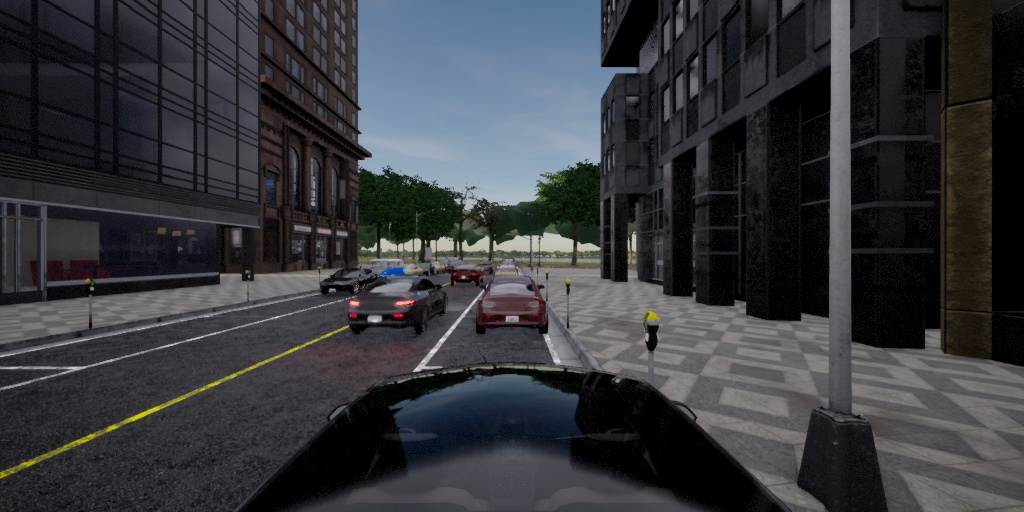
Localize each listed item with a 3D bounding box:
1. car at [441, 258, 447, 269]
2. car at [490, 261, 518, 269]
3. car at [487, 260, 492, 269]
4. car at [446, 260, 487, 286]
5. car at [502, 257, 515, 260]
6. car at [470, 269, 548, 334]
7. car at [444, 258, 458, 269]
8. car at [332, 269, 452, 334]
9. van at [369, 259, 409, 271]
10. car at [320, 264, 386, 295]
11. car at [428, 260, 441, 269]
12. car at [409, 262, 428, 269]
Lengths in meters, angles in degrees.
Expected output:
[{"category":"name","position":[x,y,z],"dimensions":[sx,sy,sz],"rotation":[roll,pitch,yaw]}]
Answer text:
[{"category":"car","position":[-8.908,1.284,41.566],"dimensions":[1.751,1.417,4.829],"rotation":[0,0,0]},{"category":"car","position":[-0.383,1.278,25.593],"dimensions":[1.751,1.417,4.829],"rotation":[0,0,0]},{"category":"car","position":[-3.076,1.250,41.054],"dimensions":[2.128,1.511,4.902],"rotation":[0,0,0]},{"category":"car","position":[-3.081,1.231,25.412],"dimensions":[1.882,1.535,5.008],"rotation":[0,-1,0]},{"category":"car","position":[-0.383,1.196,36.298],"dimensions":[1.967,1.591,4.097],"rotation":[0,0,0]},{"category":"car","position":[0.003,1.276,10.500],"dimensions":[1.812,1.442,4.674],"rotation":[0,0,0]},{"category":"car","position":[-6.217,1.265,41.620],"dimensions":[1.837,1.490,4.892],"rotation":[0,-1,0]},{"category":"car","position":[-3.147,1.276,10.537],"dimensions":[1.812,1.442,4.674],"rotation":[0,0,0]},{"category":"van","position":[-8.908,1.093,25.423],"dimensions":[1.690,1.789,3.998],"rotation":[0,0,0]},{"category":"car","position":[-8.908,1.317,19.986],"dimensions":[1.948,1.339,4.313],"rotation":[0,0,0]},{"category":"car","position":[-8.908,1.322,36.298],"dimensions":[1.948,1.339,4.313],"rotation":[0,0,0]},{"category":"car","position":[-8.908,1.280,30.691],"dimensions":[1.751,1.417,4.829],"rotation":[0,0,0]}]
